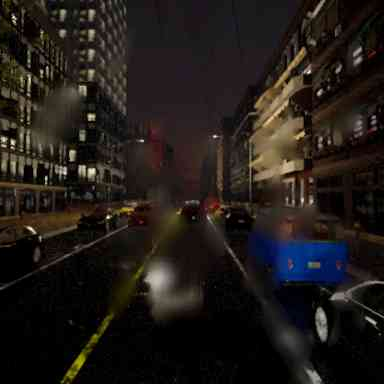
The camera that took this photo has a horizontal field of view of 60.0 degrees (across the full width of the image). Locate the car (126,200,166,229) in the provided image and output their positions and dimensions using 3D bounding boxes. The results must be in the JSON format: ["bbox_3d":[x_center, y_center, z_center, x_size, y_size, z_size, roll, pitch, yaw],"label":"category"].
[{"bbox_3d":[-3.101,1.579,22.750,1.882,1.535,5.008,0,0,0],"label":"car"}]

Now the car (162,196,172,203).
[{"bbox_3d":[-5.679,1.769,77.107,1.967,1.590,4.097,1,0,0],"label":"car"}]

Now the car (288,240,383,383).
[{"bbox_3d":[2.701,1.568,3.538,2.008,1.369,4.403,1,0,0],"label":"car"}]

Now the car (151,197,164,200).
[{"bbox_3d":[-5.680,1.762,48.825,2.008,1.369,4.403,1,0,0],"label":"car"}]

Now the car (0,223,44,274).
[{"bbox_3d":[-5.679,1.593,9.230,2.008,1.369,4.403,1,0,0],"label":"car"}]

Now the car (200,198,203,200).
[{"bbox_3d":[0.099,1.784,42.136,1.895,1.301,4.718,0,0,0],"label":"car"}]

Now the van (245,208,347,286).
[{"bbox_3d":[2.704,1.384,9.195,1.690,1.788,3.998,1,0,0],"label":"van"}]

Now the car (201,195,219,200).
[{"bbox_3d":[2.670,1.503,43.132,2.192,1.841,5.009,1,0,0],"label":"car"}]

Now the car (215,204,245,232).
[{"bbox_3d":[2.707,1.658,20.506,1.947,1.339,4.313,1,0,0],"label":"car"}]

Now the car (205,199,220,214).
[{"bbox_3d":[2.667,1.746,37.475,1.802,1.307,4.206,1,0,0],"label":"car"}]

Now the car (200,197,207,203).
[{"bbox_3d":[2.836,1.935,82.725,1.802,1.307,4.206,1,0,0],"label":"car"}]

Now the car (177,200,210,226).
[{"bbox_3d":[0.100,1.587,24.585,1.882,1.535,5.008,0,0,0],"label":"car"}]

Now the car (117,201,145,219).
[{"bbox_3d":[-5.680,1.664,31.686,1.752,1.417,4.829,1,0,0],"label":"car"}]

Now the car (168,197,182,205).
[{"bbox_3d":[-3.025,1.780,64.655,1.837,1.490,4.892,0,0,1],"label":"car"}]

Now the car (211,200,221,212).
[{"bbox_3d":[2.712,1.642,26.332,1.752,1.417,4.829,1,0,0],"label":"car"}]

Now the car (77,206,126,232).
[{"bbox_3d":[-5.680,1.642,20.543,2.008,1.369,4.403,1,0,0],"label":"car"}]

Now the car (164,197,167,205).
[{"bbox_3d":[-5.680,1.786,54.481,2.008,1.369,4.403,1,0,0],"label":"car"}]
